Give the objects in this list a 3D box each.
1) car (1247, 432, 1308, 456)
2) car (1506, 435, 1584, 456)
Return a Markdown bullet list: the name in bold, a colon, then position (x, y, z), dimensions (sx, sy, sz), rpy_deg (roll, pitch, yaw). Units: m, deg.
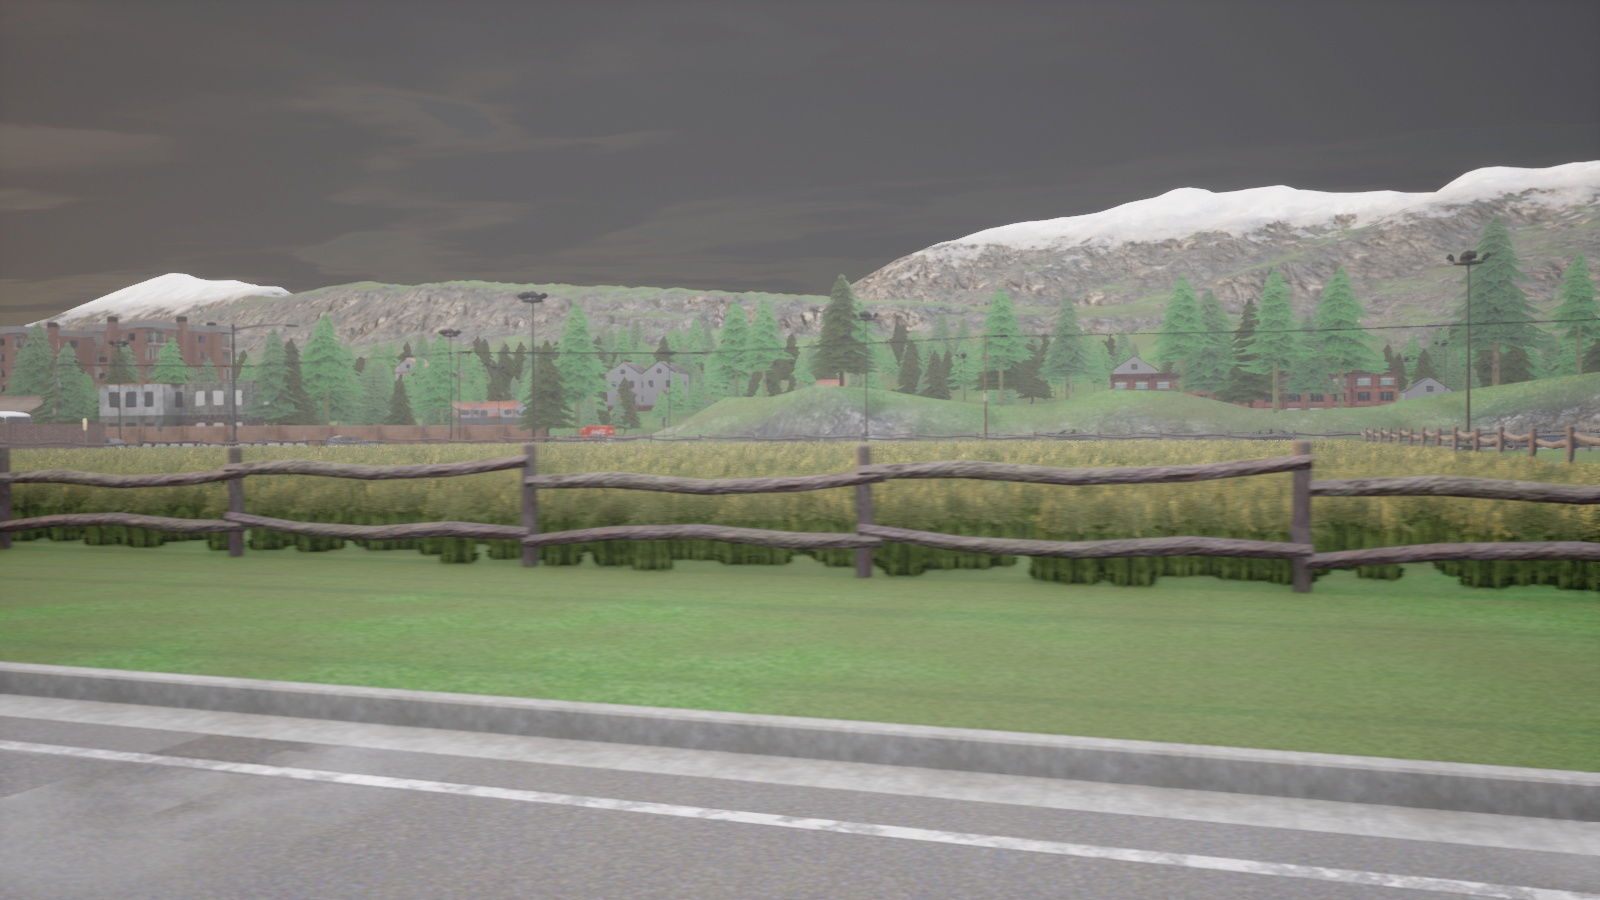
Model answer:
- **car**: position (31.697, -0.421, 83.433), dimensions (3.705, 1.549, 1.789), rpy_deg (0, 1, 18)
- **car**: position (50.165, -0.348, 84.688), dimensions (4.181, 1.385, 1.994), rpy_deg (0, 1, 18)
